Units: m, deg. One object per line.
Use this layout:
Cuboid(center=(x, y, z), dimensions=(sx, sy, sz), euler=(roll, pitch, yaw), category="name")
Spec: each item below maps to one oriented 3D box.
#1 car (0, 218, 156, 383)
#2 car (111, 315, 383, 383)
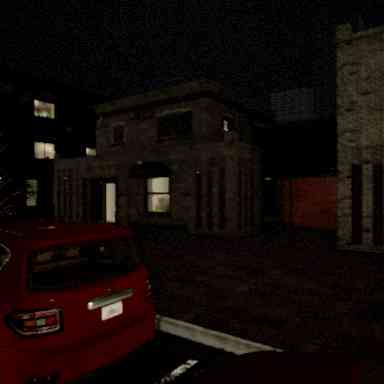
Cuboid(center=(-2.777, 1.319, 4.857), dimensions=(5.009, 1.841, 2.192), euler=(0, 0, 35), category="car")
Cuboid(center=(1.734, 1.582, 1.641), dimensions=(4.206, 1.307, 1.802), euler=(0, 0, 35), category="car")
